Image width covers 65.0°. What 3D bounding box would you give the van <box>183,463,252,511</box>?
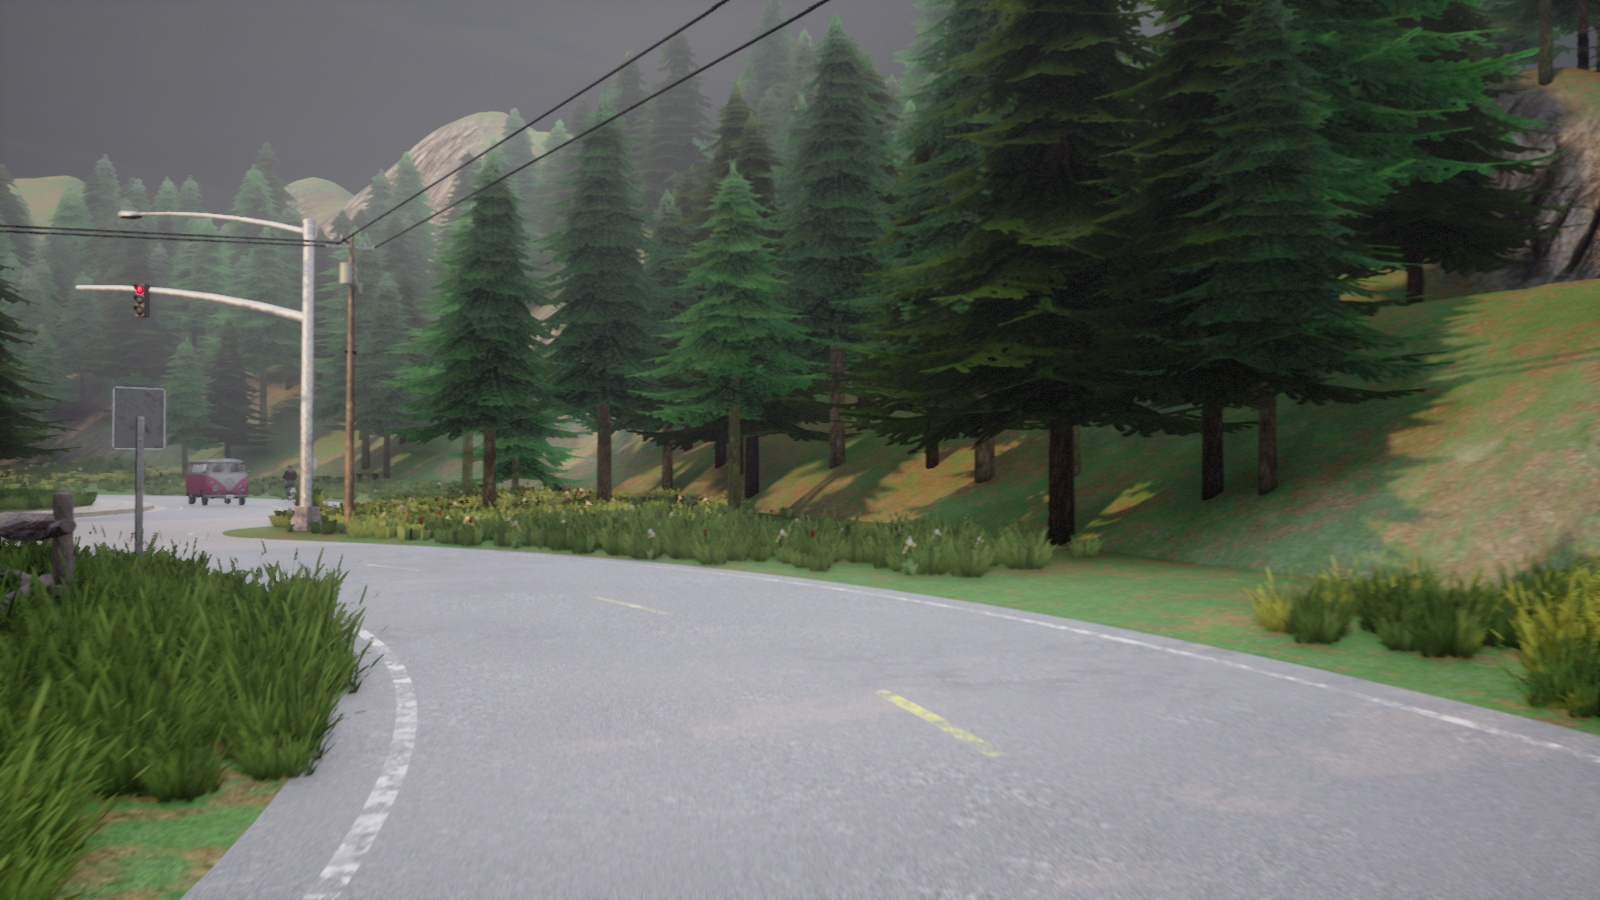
[{"bbox_3d":[-24.895,1.558,53.622,1.775,1.987,4.442,1,-1,-37],"label":"van"}]
